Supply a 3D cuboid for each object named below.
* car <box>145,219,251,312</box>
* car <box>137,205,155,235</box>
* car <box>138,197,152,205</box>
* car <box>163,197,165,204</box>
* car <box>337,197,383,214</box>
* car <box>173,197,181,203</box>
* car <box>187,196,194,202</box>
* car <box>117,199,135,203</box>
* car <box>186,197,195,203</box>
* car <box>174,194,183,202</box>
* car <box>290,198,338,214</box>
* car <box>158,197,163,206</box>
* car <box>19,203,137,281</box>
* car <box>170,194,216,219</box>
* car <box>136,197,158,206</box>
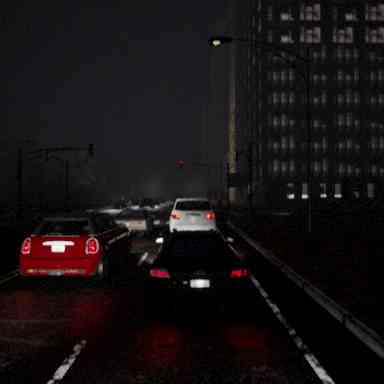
[{"bbox_3d":[0.086,1.574,7.817,1.994,1.385,4.181,0,0,-2],"label":"car"},{"bbox_3d":[-3.223,1.637,18.917,1.895,1.301,4.718,0,0,-1],"label":"car"},{"bbox_3d":[-10.007,1.844,71.056,2.128,1.511,4.902,0,0,0],"label":"car"},{"bbox_3d":[-6.758,1.847,71.415,2.128,1.511,4.902,0,0,0],"label":"car"},{"bbox_3d":[16.211,1.387,30.139,4.829,1.417,1.752,0,-1,-1],"label":"car"},{"bbox_3d":[-3.535,1.857,78.932,1.882,1.535,5.008,0,-1,0],"label":"car"},{"bbox_3d":[-0.323,1.832,89.365,1.882,1.535,5.008,0,-1,0],"label":"car"},{"bbox_3d":[-10.017,1.771,48.673,1.895,1.301,4.718,0,0,0],"label":"car"},{"bbox_3d":[-0.285,1.919,78.943,2.033,1.411,5.357,0,-1,0],"label":"car"},{"bbox_3d":[-3.573,1.579,89.386,2.150,2.045,5.566,0,-1,0],"label":"car"},{"bbox_3d":[13.328,1.593,35.511,5.357,1.411,2.033,0,-2,-1],"label":"car"},{"bbox_3d":[-6.779,1.838,59.831,1.895,1.301,4.718,0,0,0],"label":"car"},{"bbox_3d":[-3.185,1.366,10.022,2.097,1.767,4.553,0,0,0],"label":"car"},{"bbox_3d":[0.038,1.254,17.231,2.150,2.045,5.566,0,0,0],"label":"car"},{"bbox_3d":[-6.769,1.685,50.488,1.837,1.490,4.892,0,0,0],"label":"car"}]
